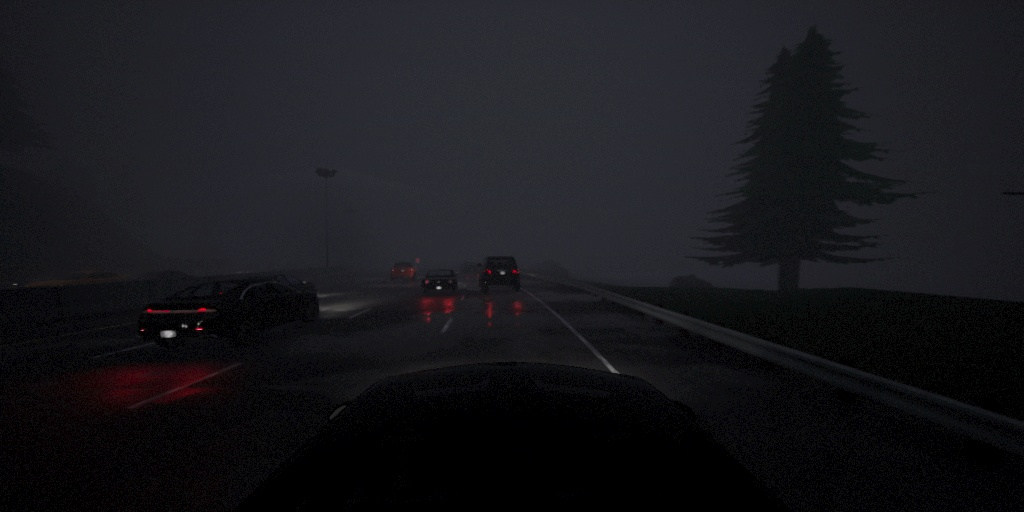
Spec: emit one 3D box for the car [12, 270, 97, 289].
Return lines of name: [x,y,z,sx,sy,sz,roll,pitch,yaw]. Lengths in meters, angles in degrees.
car: [-25.989,1.642,21.766,1.882,1.535,5.008,-1,0,-8]

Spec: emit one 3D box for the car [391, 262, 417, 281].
car: [-10.033,1.305,33.583,2.097,1.767,4.553,-1,0,-12]

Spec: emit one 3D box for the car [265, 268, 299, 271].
car: [-10.734,1.480,16.005,2.033,1.411,5.357,-1,0,-6]

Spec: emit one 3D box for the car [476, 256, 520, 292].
car: [-0.898,1.022,22.344,2.150,2.045,5.566,0,0,-8]

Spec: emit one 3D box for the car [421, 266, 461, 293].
car: [-4.267,1.449,21.698,1.895,1.301,4.718,-1,0,-8]

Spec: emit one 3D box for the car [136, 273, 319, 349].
car: [-7.068,1.359,9.658,2.128,1.511,4.902,-1,0,-3]

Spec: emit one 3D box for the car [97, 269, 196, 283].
car: [-22.592,1.594,22.748,1.882,1.535,5.008,-1,0,-8]

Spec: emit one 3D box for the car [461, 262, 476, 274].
car: [-5.360,1.430,44.700,1.812,1.442,4.674,0,0,-16]
